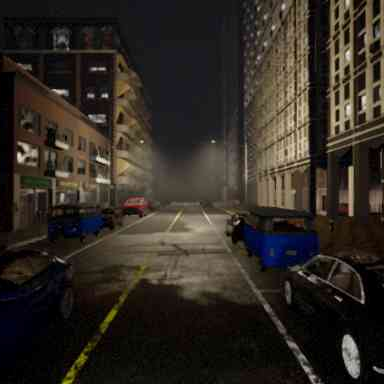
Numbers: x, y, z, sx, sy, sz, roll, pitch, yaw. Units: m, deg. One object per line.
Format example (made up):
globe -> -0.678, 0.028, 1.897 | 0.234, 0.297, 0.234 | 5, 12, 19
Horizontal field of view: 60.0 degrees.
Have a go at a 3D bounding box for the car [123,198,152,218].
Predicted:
car -> -5.681, 1.580, 33.450 | 2.192, 1.841, 5.009 | 0, 0, 0

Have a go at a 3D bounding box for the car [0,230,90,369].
car -> -3.089, 1.562, 4.568 | 1.812, 1.442, 4.674 | 0, 0, 0

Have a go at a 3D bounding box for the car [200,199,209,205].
car -> 2.710, 2.180, 72.984 | 1.802, 1.307, 4.206 | 0, -1, 0

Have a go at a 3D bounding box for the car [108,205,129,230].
car -> -5.684, 1.756, 22.151 | 1.802, 1.307, 4.206 | 0, 0, 0

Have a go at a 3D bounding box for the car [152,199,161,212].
car -> -5.678, 1.923, 44.745 | 1.947, 1.339, 4.313 | 0, 0, 0

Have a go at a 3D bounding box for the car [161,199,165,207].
car -> -5.676, 1.954, 50.393 | 2.008, 1.369, 4.403 | 0, 0, 0

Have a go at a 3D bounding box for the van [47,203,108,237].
van -> -5.686, 1.470, 16.504 | 1.690, 1.788, 3.998 | 0, 0, 0

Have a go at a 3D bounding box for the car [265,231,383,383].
car -> 2.692, 1.592, 5.203 | 2.008, 1.369, 4.403 | 0, 0, 0

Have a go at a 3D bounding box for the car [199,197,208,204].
car -> 2.712, 2.088, 78.633 | 1.967, 1.590, 4.097 | 0, -1, 0

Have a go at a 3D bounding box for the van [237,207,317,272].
van -> 2.694, 1.426, 10.853 | 1.690, 1.788, 3.998 | 0, 0, 0

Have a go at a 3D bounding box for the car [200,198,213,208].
car -> 2.705, 2.033, 56.038 | 1.802, 1.307, 4.206 | 0, 0, 0

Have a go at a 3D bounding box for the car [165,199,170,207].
car -> -5.673, 2.023, 61.520 | 1.752, 1.417, 4.829 | 0, 0, 0

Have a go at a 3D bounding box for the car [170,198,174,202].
car -> -5.670, 2.142, 72.987 | 1.887, 1.381, 4.507 | 0, -1, 0

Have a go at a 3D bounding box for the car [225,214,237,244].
car -> 2.694, 1.695, 16.500 | 1.947, 1.339, 4.313 | 0, 0, 0
